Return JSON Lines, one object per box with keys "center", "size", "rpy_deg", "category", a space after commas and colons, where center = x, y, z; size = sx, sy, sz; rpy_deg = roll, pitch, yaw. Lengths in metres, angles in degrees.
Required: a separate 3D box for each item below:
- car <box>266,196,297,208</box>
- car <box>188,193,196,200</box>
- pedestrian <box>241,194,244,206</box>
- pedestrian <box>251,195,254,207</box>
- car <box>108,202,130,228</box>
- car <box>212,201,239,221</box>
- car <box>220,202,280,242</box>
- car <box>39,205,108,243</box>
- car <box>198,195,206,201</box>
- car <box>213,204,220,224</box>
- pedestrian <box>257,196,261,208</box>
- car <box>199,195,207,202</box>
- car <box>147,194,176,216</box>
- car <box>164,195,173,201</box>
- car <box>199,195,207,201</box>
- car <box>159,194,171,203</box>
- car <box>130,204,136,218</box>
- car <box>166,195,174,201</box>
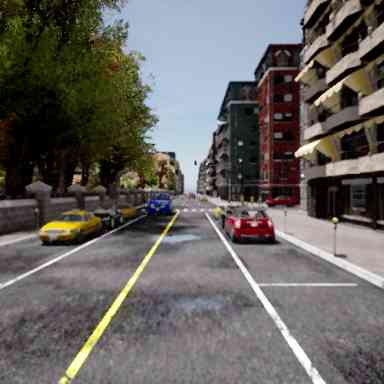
{"center": [14.593, 1.596, 54.502], "size": [5.009, 1.841, 2.192], "rpy_deg": [1, -1, 0], "category": "car"}
{"center": [-0.038, 1.227, 92.250], "size": [2.150, 2.045, 5.566], "rpy_deg": [0, 0, 0], "category": "car"}
{"center": [6.118, 1.146, 40.891], "size": [0.375, 1.860, 0.375], "rpy_deg": [0, 0, 0], "category": "pedestrian"}
{"center": [7.119, 1.218, 39.692], "size": [0.375, 1.860, 0.375], "rpy_deg": [0, 0, 0], "category": "pedestrian"}
{"center": [-5.701, 1.546, 21.869], "size": [2.008, 1.369, 4.403], "rpy_deg": [0, 0, 0], "category": "car"}
{"center": [2.677, 1.522, 27.675], "size": [1.752, 1.417, 4.829], "rpy_deg": [0, 0, 0], "category": "car"}
{"center": [2.681, 1.435, 16.243], "size": [1.967, 1.590, 4.097], "rpy_deg": [0, 0, 0], "category": "car"}
{"center": [-5.699, 1.520, 16.069], "size": [1.752, 1.417, 4.829], "rpy_deg": [0, 0, 0], "category": "car"}
{"center": [2.651, 1.587, 87.676], "size": [2.008, 1.369, 4.403], "rpy_deg": [0, 0, 0], "category": "car"}
{"center": [2.680, 1.561, 21.874], "size": [1.947, 1.339, 4.313], "rpy_deg": [0, 0, 0], "category": "car"}
{"center": [8.119, 1.373, 40.292], "size": [0.375, 1.860, 0.375], "rpy_deg": [0, 0, 0], "category": "pedestrian"}
{"center": [2.656, 1.550, 76.775], "size": [1.752, 1.417, 4.829], "rpy_deg": [0, 0, 0], "category": "car"}
{"center": [-3.067, 1.222, 32.741], "size": [2.150, 2.045, 5.566], "rpy_deg": [0, 0, 1], "category": "car"}
{"center": [-5.727, 1.470, 82.137], "size": [1.967, 1.590, 4.097], "rpy_deg": [0, 0, 0], "category": "car"}
{"center": [2.653, 1.575, 82.140], "size": [1.887, 1.381, 4.507], "rpy_deg": [0, 0, 0], "category": "car"}
{"center": [-5.723, 1.334, 71.066], "size": [2.192, 1.841, 5.009], "rpy_deg": [0, 0, 0], "category": "car"}
{"center": [-5.704, 1.522, 27.330], "size": [1.752, 1.417, 4.829], "rpy_deg": [0, 0, 0], "category": "car"}
{"center": [-5.729, 1.581, 87.672], "size": [1.887, 1.381, 4.507], "rpy_deg": [0, 0, 0], "category": "car"}
